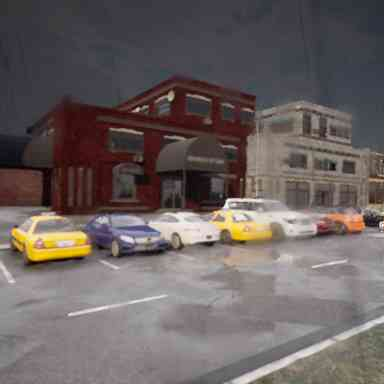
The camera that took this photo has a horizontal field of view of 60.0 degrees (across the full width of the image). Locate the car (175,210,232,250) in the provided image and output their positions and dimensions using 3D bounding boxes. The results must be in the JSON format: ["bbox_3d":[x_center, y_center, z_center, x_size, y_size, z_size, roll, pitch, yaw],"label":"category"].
[{"bbox_3d":[-0.653,1.597,14.838,2.002,1.452,4.674,1,-1,-35],"label":"car"}]

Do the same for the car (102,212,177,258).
[{"bbox_3d":[-2.822,1.562,13.303,2.002,1.452,4.674,1,0,-35],"label":"car"}]

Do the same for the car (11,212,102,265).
[{"bbox_3d":[-5.186,1.489,11.848,1.946,1.575,5.366,1,0,-35],"label":"car"}]

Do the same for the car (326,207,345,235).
[{"bbox_3d":[6.134,1.752,19.659,2.002,1.452,4.674,2,-1,-35],"label":"car"}]

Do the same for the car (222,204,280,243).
[{"bbox_3d":[1.500,1.599,16.597,1.946,1.575,5.366,1,-1,-35],"label":"car"}]

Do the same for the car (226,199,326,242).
[{"bbox_3d":[3.893,1.402,18.035,2.435,2.045,5.566,1,-1,-35],"label":"car"}]

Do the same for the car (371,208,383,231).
[{"bbox_3d":[13.024,1.925,24.563,2.231,1.521,4.892,2,-1,-35],"label":"car"}]

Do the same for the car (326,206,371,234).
[{"bbox_3d":[8.419,1.652,21.246,2.185,1.767,4.553,2,-1,-35],"label":"car"}]
